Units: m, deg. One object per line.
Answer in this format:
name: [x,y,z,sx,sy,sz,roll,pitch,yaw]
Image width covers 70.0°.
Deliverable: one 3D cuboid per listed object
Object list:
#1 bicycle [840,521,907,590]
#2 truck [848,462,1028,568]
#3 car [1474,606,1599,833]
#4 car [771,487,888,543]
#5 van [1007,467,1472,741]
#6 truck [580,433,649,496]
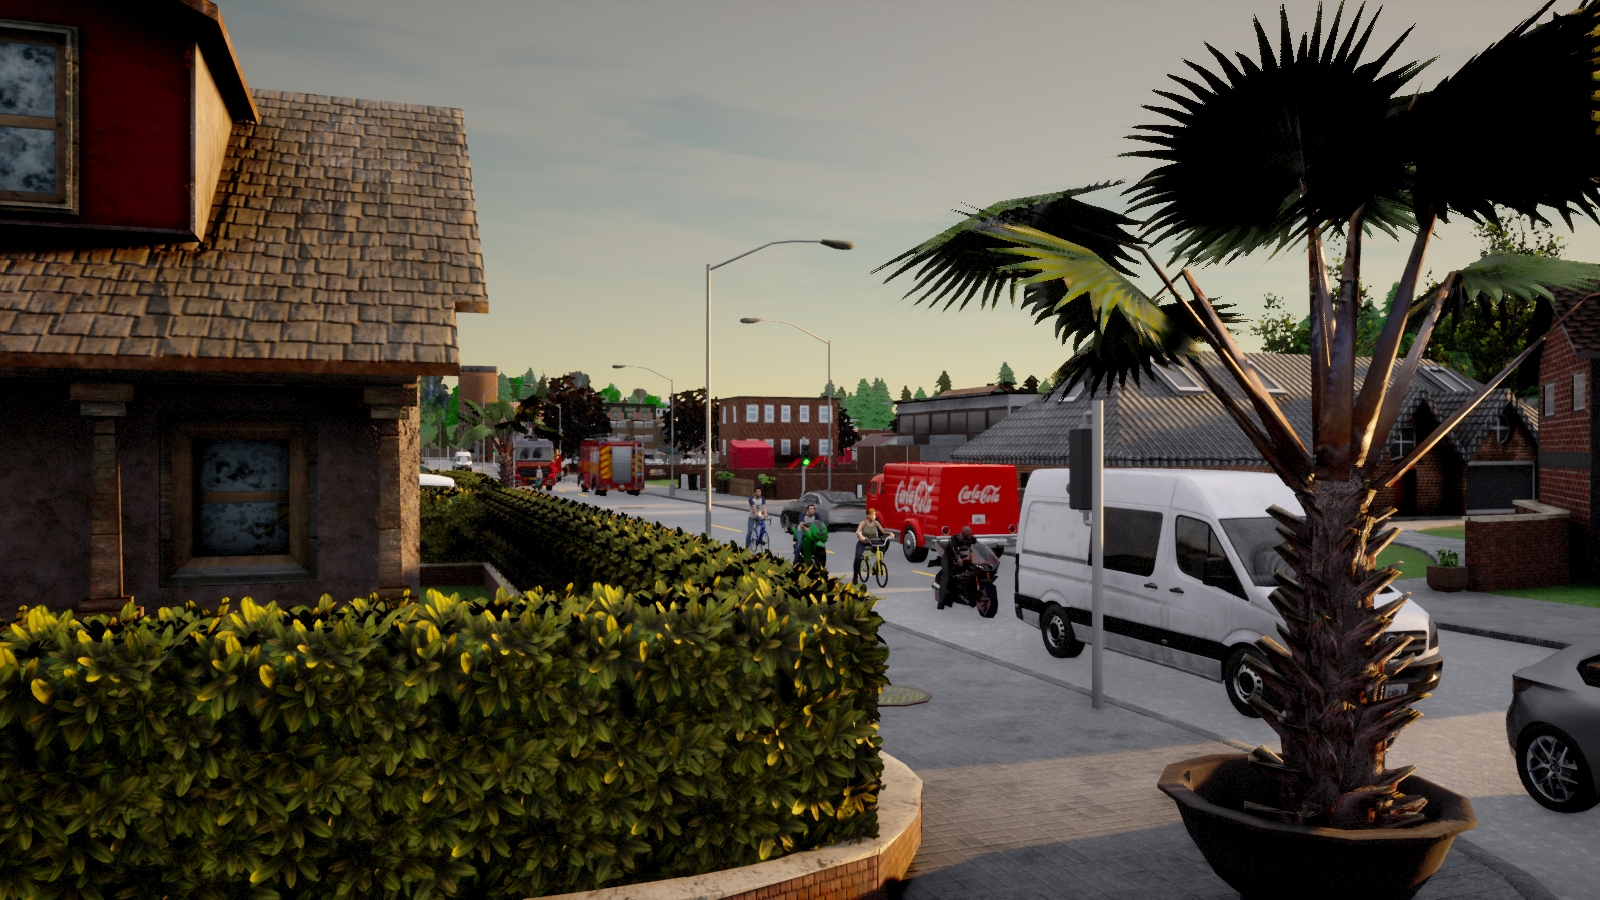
bicycle: [1.505,2.162,23.648,0.859,1.276,1.487,0,0,-19]
truck: [3.468,1.571,29.991,2.627,2.467,5.204,0,0,-20]
car: [6.934,2.069,7.650,1.816,1.474,4.193,0,0,-12]
car: [0.864,2.054,37.120,2.128,1.511,4.902,0,0,-20]
van: [4.966,1.538,14.186,1.988,2.561,5.915,0,0,-20]
truck: [-12.035,0.896,73.550,2.891,3.827,8.468,0,0,-20]
